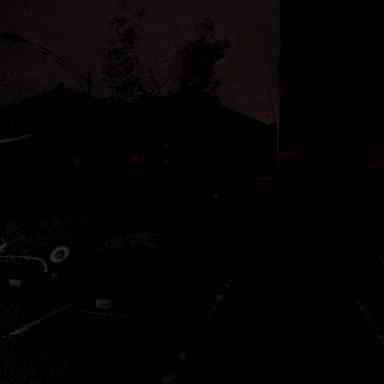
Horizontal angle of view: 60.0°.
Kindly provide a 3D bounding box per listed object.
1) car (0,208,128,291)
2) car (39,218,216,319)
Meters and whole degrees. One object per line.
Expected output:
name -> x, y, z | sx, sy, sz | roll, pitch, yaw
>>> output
car -> -3.114, 1.359, 9.200 | 2.185, 1.767, 4.553 | 1, -1, 16
car -> -0.711, 1.486, 7.447 | 2.231, 1.521, 4.892 | 0, -1, 15
